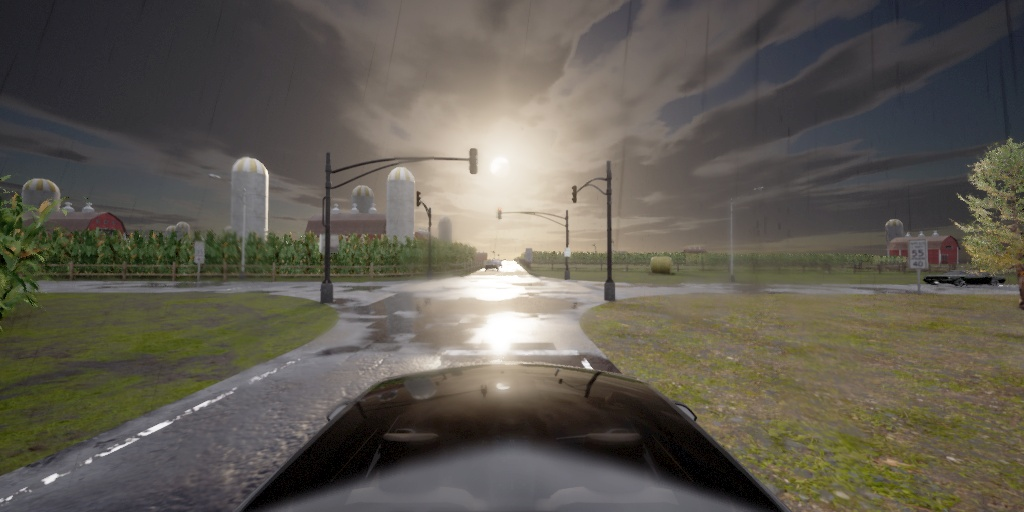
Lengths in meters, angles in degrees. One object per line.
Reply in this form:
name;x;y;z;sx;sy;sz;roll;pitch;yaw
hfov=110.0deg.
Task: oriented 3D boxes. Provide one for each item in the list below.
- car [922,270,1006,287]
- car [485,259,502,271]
car;34.644;1.724;27.563;4.718;1.301;1.895;1;-1;-4
car;-2.830;1.391;51.171;1.895;1.301;4.718;0;0;0
